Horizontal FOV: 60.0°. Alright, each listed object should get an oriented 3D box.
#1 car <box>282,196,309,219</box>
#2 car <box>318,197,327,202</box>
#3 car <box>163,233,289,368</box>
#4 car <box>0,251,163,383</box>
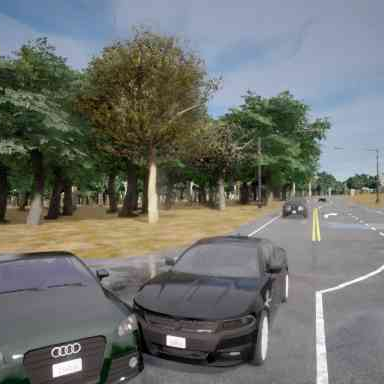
[{"bbox_3d":[9.874,1.428,31.629,2.150,2.045,5.566,-1,-1,20],"label":"car"},{"bbox_3d":[30.370,1.722,77.213,1.895,1.301,4.718,-1,0,24],"label":"car"},{"bbox_3d":[0.706,1.614,6.337,1.882,1.535,5.008,-1,-2,21],"label":"car"},{"bbox_3d":[-2.335,1.644,5.028,1.994,1.385,4.181,2,-2,-33],"label":"car"}]
